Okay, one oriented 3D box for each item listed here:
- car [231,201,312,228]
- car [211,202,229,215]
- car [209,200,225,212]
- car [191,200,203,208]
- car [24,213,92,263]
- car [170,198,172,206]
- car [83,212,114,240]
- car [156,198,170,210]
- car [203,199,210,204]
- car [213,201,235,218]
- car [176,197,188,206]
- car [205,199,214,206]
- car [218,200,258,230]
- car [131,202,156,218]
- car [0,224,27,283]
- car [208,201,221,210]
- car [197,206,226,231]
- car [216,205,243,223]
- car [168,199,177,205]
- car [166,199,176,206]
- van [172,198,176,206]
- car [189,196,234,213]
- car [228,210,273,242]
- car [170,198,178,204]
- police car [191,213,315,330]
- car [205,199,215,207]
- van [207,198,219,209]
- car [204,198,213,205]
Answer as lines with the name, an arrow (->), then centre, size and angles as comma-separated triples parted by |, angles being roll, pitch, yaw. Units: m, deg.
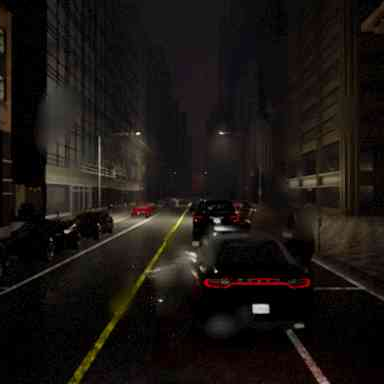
car -> 2.955, 1.428, 12.489 | 2.192, 1.841, 5.009 | 0, -1, 1
car -> 3.349, 1.956, 40.491 | 1.947, 1.339, 4.313 | 0, -1, 1
car -> 3.426, 1.886, 46.093 | 1.967, 1.590, 4.097 | 0, -1, 1
car -> 0.869, 2.146, 60.506 | 2.033, 1.411, 5.357 | 0, -1, 1
car -> -5.568, 1.704, 12.593 | 1.947, 1.339, 4.313 | 0, -1, 1
car -> -4.941, 2.128, 57.403 | 1.887, 1.381, 4.507 | 0, -1, 1
car -> -5.489, 1.759, 18.194 | 1.947, 1.339, 4.313 | 0, -1, 1
car -> -5.020, 1.968, 51.803 | 1.967, 1.590, 4.097 | 0, -1, 1
car -> 4.054, 2.477, 90.900 | 1.802, 1.307, 4.206 | 0, -1, 1
car -> 3.269, 1.774, 34.892 | 1.967, 1.590, 4.097 | 0, -1, 1
car -> -1.961, 2.330, 72.674 | 1.895, 1.301, 4.718 | 0, -1, 1
car -> 3.819, 2.271, 74.097 | 1.887, 1.381, 4.507 | 0, -1, 1
car -> 3.112, 1.538, 23.691 | 2.192, 1.841, 5.009 | 0, -1, 1
car -> -5.255, 1.904, 34.998 | 1.887, 1.381, 4.507 | 0, -1, 1
car -> -5.646, 1.635, 6.992 | 2.008, 1.369, 4.403 | 0, -1, 1
car -> 3.505, 2.084, 51.693 | 1.802, 1.307, 4.206 | 0, -1, 1
car -> 1.247, 1.750, 23.247 | 1.812, 1.442, 4.674 | 0, -1, 1
car -> 3.192, 1.844, 29.290 | 1.947, 1.339, 4.313 | 0, -1, 1
car -> -4.627, 2.353, 79.809 | 1.887, 1.381, 4.507 | 0, -1, 1
car -> -4.706, 2.297, 74.208 | 1.887, 1.381, 4.507 | 0, -1, 1
van -> -4.786, 2.037, 68.609 | 1.690, 1.788, 3.998 | 0, -1, 1
car -> 1.116, 1.387, 17.281 | 2.150, 2.045, 5.566 | 0, -1, 1
car -> 3.035, 1.749, 18.088 | 1.802, 1.307, 4.206 | 0, -1, 1
car -> -4.552, 2.388, 85.240 | 1.752, 1.417, 4.829 | 0, -1, 1
police car -> 1.024, 1.494, 7.360 | 1.930, 1.638, 5.238 | 0, -1, 1
car -> 3.740, 2.215, 68.496 | 1.887, 1.381, 4.507 | 0, -1, 1
van -> 3.582, 1.899, 57.296 | 1.690, 1.788, 3.998 | 0, -1, 1
car -> 3.896, 2.223, 79.699 | 1.967, 1.590, 4.097 | 0, -1, 1
